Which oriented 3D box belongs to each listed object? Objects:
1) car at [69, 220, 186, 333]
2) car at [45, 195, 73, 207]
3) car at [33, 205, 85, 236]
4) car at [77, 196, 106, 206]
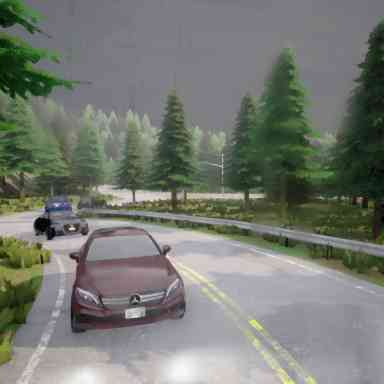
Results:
[{"bbox_3d":[-1.527,1.523,7.103,1.812,1.442,4.674,-2,0,-17],"label":"car"},{"bbox_3d":[-12.889,1.326,32.236,2.150,2.045,5.566,-1,0,-18],"label":"car"},{"bbox_3d":[-7.120,1.663,17.909,1.994,1.385,4.181,-4,2,-38],"label":"car"},{"bbox_3d":[-12.754,1.289,42.828,2.097,1.767,4.553,2,2,13],"label":"car"}]
